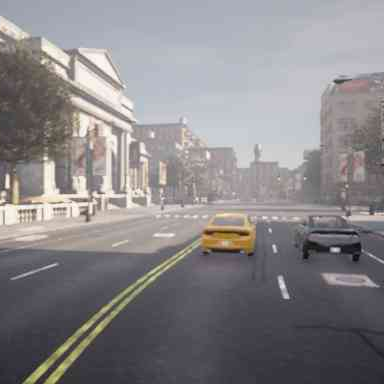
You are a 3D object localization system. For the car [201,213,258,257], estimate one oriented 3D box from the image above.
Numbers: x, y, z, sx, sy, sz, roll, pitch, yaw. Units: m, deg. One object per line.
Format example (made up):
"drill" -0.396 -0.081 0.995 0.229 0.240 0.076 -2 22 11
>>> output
"car" 1.653 1.617 13.778 1.882 1.535 5.008 0 0 12

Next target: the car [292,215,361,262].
"car" 5.034 1.636 12.859 2.128 1.511 4.902 0 0 12
